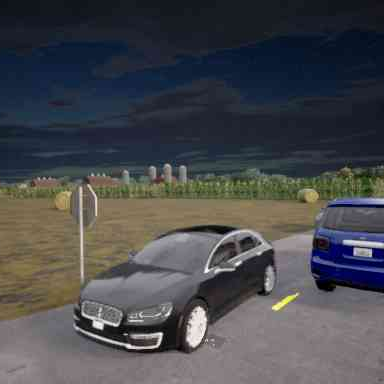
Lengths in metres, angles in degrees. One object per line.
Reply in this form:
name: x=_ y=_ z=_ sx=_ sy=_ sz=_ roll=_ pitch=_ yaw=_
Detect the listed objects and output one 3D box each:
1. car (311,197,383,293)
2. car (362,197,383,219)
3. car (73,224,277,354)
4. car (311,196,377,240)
car: x=4.636 y=1.130 z=8.000 sx=2.150 sy=2.045 sz=5.566 roll=0 pitch=1 yaw=37
car: x=14.676 y=1.197 z=25.865 sx=1.812 sy=1.442 sz=4.674 roll=0 pitch=1 yaw=37
car: x=0.114 y=1.449 z=6.322 sx=1.837 sy=1.490 sz=4.892 roll=0 pitch=0 yaw=33
car: x=7.806 y=1.151 z=16.864 sx=2.097 sy=1.767 sz=4.553 roll=0 pitch=1 yaw=37
